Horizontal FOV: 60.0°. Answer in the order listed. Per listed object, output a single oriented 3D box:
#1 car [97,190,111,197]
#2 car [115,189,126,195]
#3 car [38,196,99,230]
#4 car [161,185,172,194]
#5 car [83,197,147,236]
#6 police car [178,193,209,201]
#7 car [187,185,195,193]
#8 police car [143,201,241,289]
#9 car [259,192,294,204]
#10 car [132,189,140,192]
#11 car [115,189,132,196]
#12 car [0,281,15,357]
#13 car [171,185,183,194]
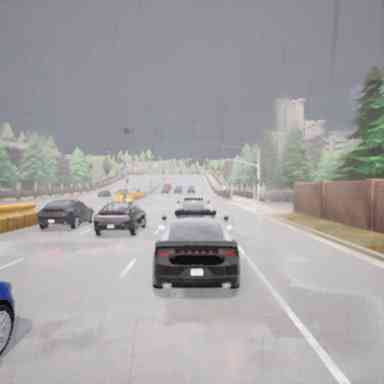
[{"bbox_3d":[-17.553,0.392,66.699,1.837,1.490,4.892,0,1,0],"label":"car"},{"bbox_3d":[-17.635,0.013,82.135,1.994,1.385,4.181,0,2,0],"label":"car"},{"bbox_3d":[-6.915,1.188,18.768,1.837,1.490,4.892,0,0,0],"label":"car"},{"bbox_3d":[-7.175,-0.399,88.548,1.994,1.385,4.181,0,5,0],"label":"car"},{"bbox_3d":[-3.422,1.215,16.560,2.128,1.511,4.902,0,1,1],"label":"car"},{"bbox_3d":[0.084,1.111,18.803,1.930,1.638,5.238,0,1,0],"label":"police car"},{"bbox_3d":[-0.173,-0.561,88.146,2.097,1.767,4.553,0,4,0],"label":"car"},{"bbox_3d":[0.093,1.275,8.902,1.930,1.638,5.238,0,1,0],"label":"police car"},{"bbox_3d":[11.337,0.761,43.864,4.902,1.511,2.128,0,1,0],"label":"car"},{"bbox_3d":[-14.136,-0.014,82.261,2.128,1.511,4.902,0,2,0],"label":"car"},{"bbox_3d":[-14.051,0.434,66.843,2.033,1.411,5.357,0,1,0],"label":"car"},{"bbox_3d":[-3.403,1.431,2.665,1.882,1.535,5.008,0,1,0],"label":"car"},{"bbox_3d":[-3.673,-0.560,88.124,2.097,1.767,4.553,0,4,0],"label":"car"}]
